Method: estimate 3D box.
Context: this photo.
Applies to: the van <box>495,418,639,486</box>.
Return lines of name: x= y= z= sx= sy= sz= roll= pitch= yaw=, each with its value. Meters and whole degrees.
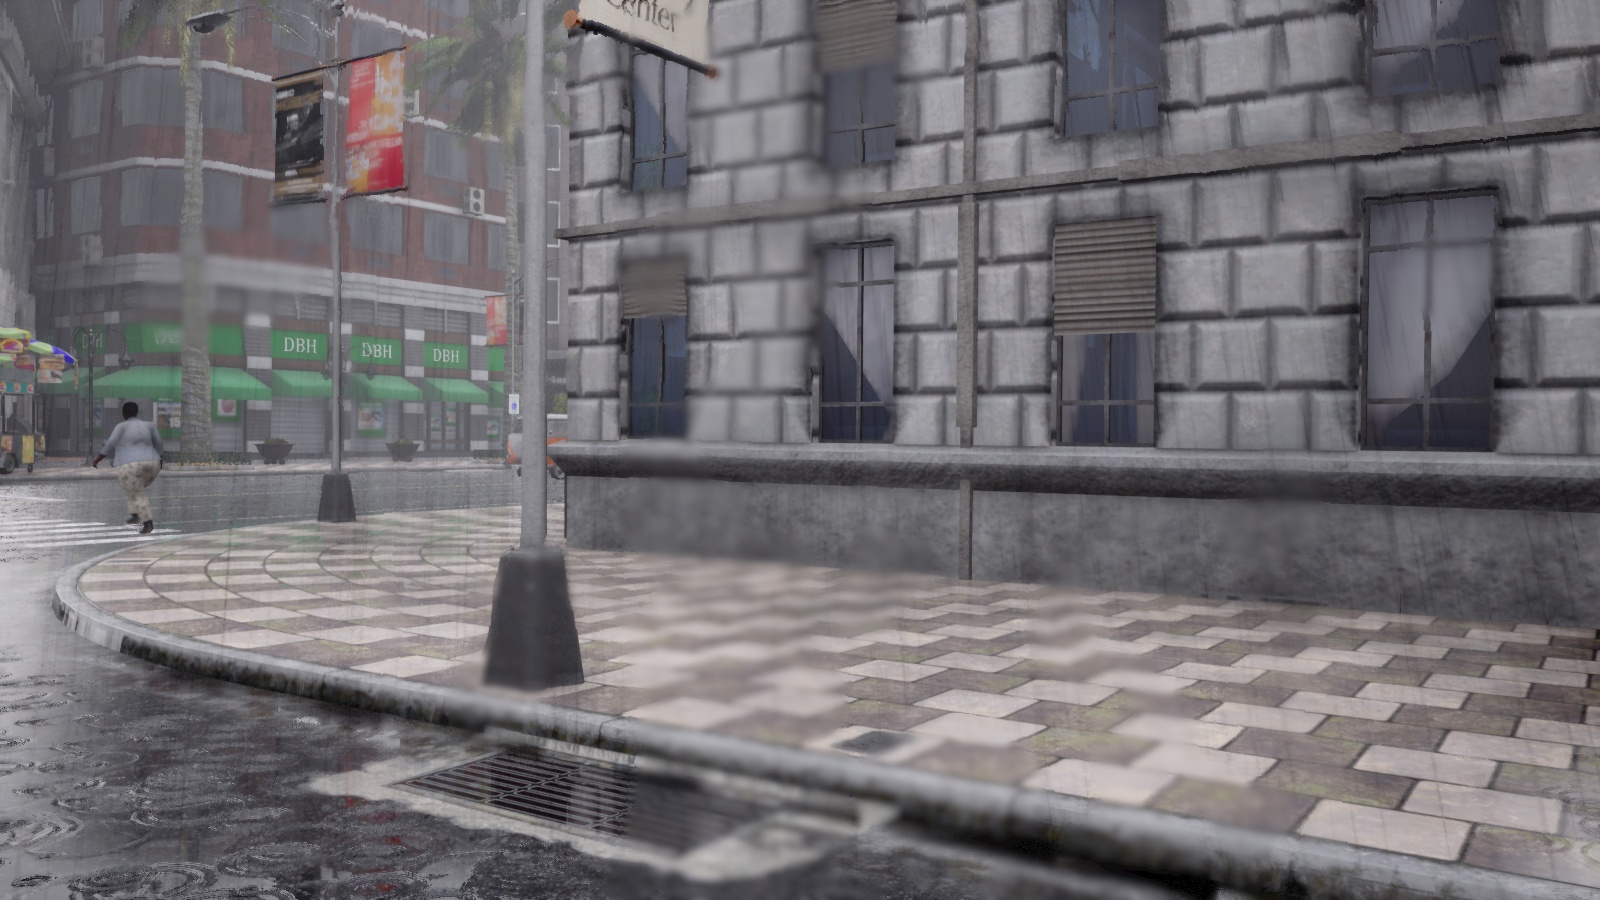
van: x=-7.129 y=0.018 z=38.845 sx=1.775 sy=1.987 sz=4.442 roll=0 pitch=1 yaw=34

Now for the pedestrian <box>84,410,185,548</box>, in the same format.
pedestrian: x=-9.287 y=0.383 z=17.540 sx=0.900 sy=1.855 sz=0.874 roll=0 pitch=1 yaw=30
